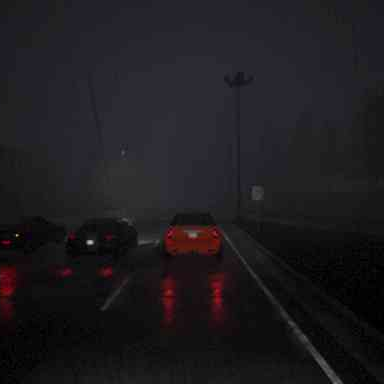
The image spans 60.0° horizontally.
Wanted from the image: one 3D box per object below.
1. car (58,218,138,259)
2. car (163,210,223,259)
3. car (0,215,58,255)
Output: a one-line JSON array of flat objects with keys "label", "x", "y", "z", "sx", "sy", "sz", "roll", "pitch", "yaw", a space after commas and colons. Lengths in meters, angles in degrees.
[{"label": "car", "x": -3.433, "y": 1.709, "z": 13.347, "sx": 1.994, "sy": 1.385, "sz": 4.181, "roll": 0, "pitch": -1, "yaw": 1}, {"label": "car", "x": 0.067, "y": 1.496, "z": 13.310, "sx": 2.097, "sy": 1.767, "sz": 4.553, "roll": 0, "pitch": -1, "yaw": 1}, {"label": "car", "x": -6.924, "y": 1.676, "z": 13.842, "sx": 1.812, "sy": 1.442, "sz": 4.674, "roll": 0, "pitch": 0, "yaw": 1}]
